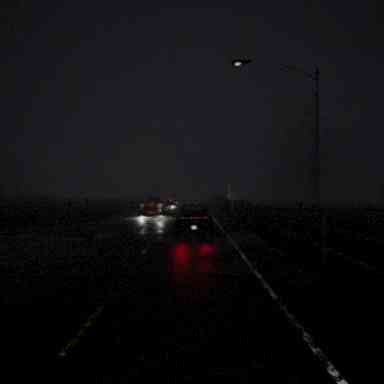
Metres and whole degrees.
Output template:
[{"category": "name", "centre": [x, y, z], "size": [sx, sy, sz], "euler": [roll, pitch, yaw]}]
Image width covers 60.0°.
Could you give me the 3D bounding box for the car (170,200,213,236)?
[{"category": "car", "centre": [0.097, 1.394, 17.640], "size": [2.128, 1.511, 4.902], "euler": [0, 0, 0]}]

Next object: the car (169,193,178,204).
[{"category": "car", "centre": [-3.583, 1.205, 49.327], "size": [1.882, 1.535, 5.008], "euler": [0, 0, 0]}]

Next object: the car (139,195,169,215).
[{"category": "car", "centre": [-3.602, 1.180, 31.105], "size": [2.097, 1.767, 4.553], "euler": [0, 0, 0]}]

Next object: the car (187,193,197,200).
[{"category": "car", "centre": [-0.008, 0.971, 71.979], "size": [2.033, 1.411, 5.357], "euler": [0, 0, 0]}]

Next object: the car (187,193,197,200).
[{"category": "car", "centre": [-0.008, 1.182, 61.975], "size": [1.812, 1.442, 4.674], "euler": [0, 0, 0]}]
